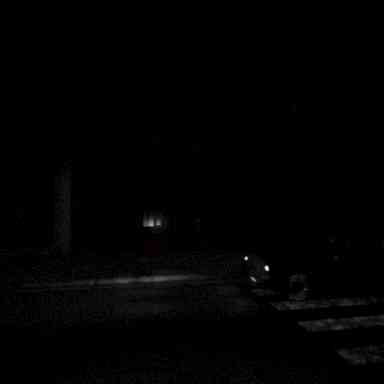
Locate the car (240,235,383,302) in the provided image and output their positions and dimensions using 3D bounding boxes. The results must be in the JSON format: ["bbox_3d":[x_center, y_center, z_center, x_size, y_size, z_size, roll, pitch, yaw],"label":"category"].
[{"bbox_3d":[3.673,1.772,8.367,4.718,1.301,1.895,-1,-2,-9],"label":"car"}]
